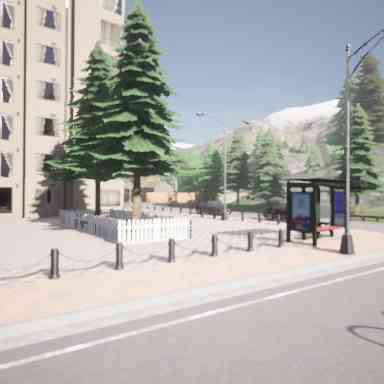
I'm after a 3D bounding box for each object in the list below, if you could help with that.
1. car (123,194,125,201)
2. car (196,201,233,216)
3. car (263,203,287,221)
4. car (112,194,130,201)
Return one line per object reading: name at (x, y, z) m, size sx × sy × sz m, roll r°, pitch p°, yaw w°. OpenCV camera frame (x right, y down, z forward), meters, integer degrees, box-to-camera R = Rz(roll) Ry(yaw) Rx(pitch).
car at (-16.534, 1.454, 83.974) m, size 4.605 × 1.855 × 1.932 m, roll 1°, pitch 0°, yaw -36°
car at (2.293, 1.707, 35.412) m, size 1.837 × 1.490 × 4.892 m, roll 1°, pitch 0°, yaw -35°
car at (8.073, 1.680, 27.136) m, size 1.882 × 1.535 × 5.008 m, roll 1°, pitch 0°, yaw -35°
car at (-18.313, 1.452, 85.792) m, size 3.866 × 1.878 × 1.905 m, roll 1°, pitch 0°, yaw -36°
